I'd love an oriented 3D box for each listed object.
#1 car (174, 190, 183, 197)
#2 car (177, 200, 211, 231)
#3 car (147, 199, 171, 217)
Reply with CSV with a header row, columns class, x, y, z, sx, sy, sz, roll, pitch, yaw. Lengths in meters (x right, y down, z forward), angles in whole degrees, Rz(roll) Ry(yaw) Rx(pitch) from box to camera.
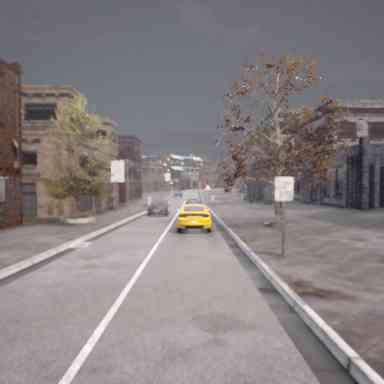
class,x,y,z,sx,sy,sz,roll,pitch,yaw
car,-2.927,0.338,72.894,2.033,1.411,5.357,0,4,0
car,0.119,1.467,20.374,1.882,1.535,5.008,0,0,0
car,-3.064,1.488,31.248,1.837,1.490,4.892,0,0,0
